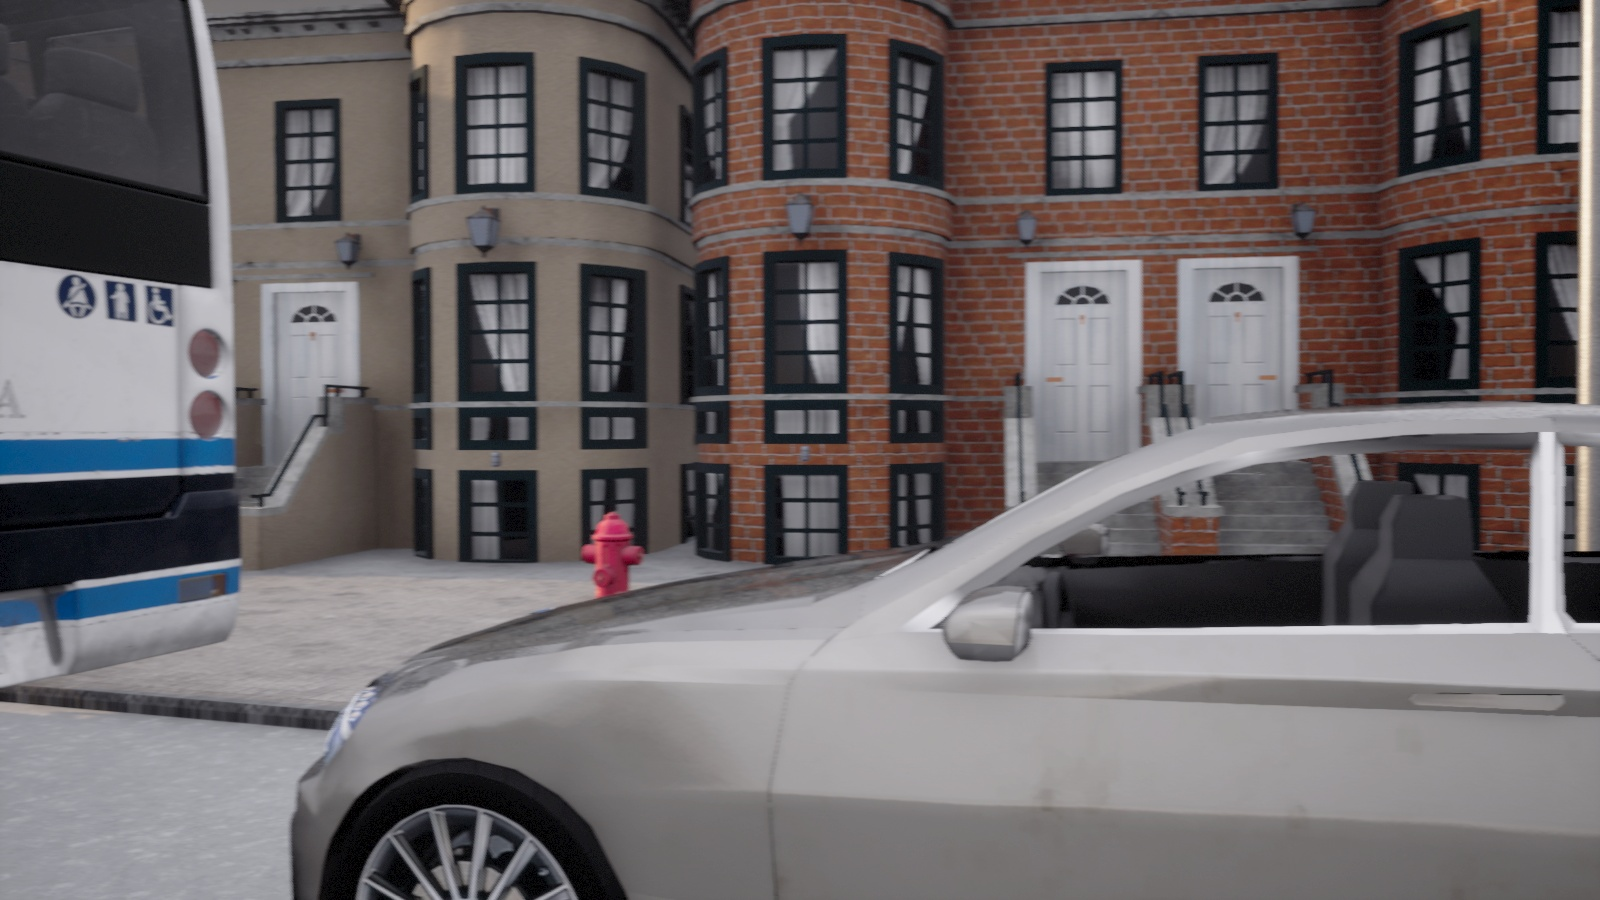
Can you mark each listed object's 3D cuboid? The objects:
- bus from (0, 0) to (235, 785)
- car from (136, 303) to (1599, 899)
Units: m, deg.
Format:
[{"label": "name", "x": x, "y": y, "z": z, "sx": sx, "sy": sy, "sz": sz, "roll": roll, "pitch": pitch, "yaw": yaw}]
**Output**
[{"label": "bus", "x": -8.574, "y": -0.688, "z": 6.584, "sx": 10.273, "sy": 4.253, "sz": 3.944, "roll": 1, "pitch": 1, "yaw": 19}, {"label": "car", "x": 1.078, "y": 0.556, "z": 3.355, "sx": 5.027, "sy": 1.651, "sz": 2.152, "roll": 1, "pitch": 1, "yaw": 18}]
